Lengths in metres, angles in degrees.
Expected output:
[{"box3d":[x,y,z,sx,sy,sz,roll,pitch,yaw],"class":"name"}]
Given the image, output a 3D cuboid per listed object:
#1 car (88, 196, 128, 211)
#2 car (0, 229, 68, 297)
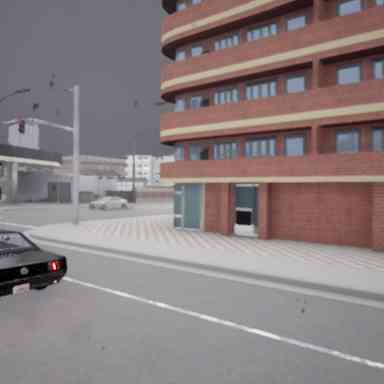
[{"box3d":[-8.888,1.181,35.734,1.812,1.442,4.674,1,0,35],"class":"car"},{"box3d":[-4.978,1.491,7.527,4.718,1.301,1.895,1,0,36],"class":"car"}]
